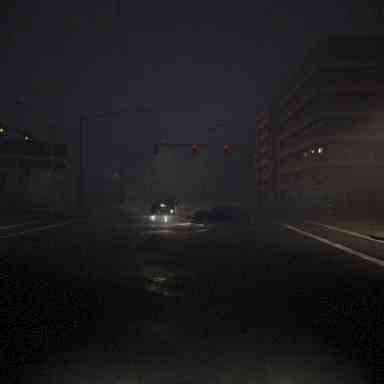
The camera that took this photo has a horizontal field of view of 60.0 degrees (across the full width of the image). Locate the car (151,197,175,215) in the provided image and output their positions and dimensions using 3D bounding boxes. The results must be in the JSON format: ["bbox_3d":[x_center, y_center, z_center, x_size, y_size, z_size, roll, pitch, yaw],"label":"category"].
[{"bbox_3d":[-3.168,1.547,34.715,2.033,1.411,5.357,0,0,-1],"label":"car"}]

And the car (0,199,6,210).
[{"bbox_3d":[-24.046,1.456,38.922,3.806,1.475,1.970,0,0,1],"label":"car"}]

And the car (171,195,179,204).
[{"bbox_3d":[-3.321,1.352,52.551,2.097,1.767,4.553,0,0,0],"label":"car"}]

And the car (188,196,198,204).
[{"bbox_3d":[0.260,1.526,65.000,1.812,1.442,4.674,0,0,0],"label":"car"}]

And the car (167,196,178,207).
[{"bbox_3d":[-3.248,1.564,43.955,1.994,1.385,4.181,0,0,0],"label":"car"}]

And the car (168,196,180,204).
[{"bbox_3d":[-3.382,1.564,62.569,1.994,1.385,4.181,0,0,0],"label":"car"}]

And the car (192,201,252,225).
[{"bbox_3d":[2.100,1.564,23.378,4.181,1.385,1.994,0,0,0],"label":"car"}]
